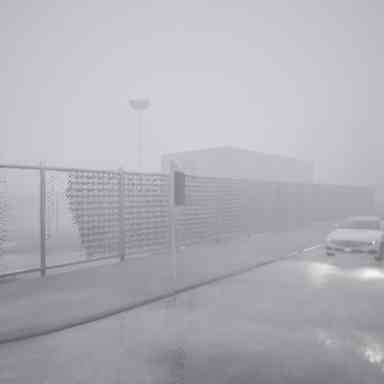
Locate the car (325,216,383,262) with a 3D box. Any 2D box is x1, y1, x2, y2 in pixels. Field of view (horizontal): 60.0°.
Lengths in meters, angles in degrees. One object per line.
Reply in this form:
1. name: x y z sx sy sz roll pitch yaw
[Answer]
1. car: 6.774 1.675 13.016 1.812 1.442 4.674 -2 -1 41
